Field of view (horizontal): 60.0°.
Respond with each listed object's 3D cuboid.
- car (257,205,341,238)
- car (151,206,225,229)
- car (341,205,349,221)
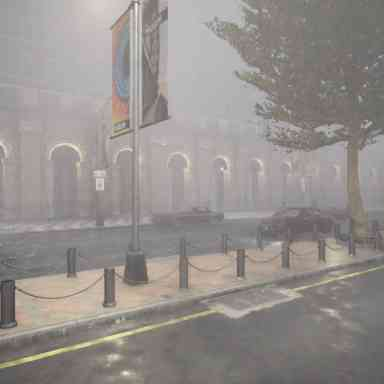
[{"bbox_3d":[5.530,1.526,17.551,4.674,1.442,1.812,0,0,-35],"label":"car"},{"bbox_3d":[-0.236,1.595,21.669,4.718,1.301,1.895,0,0,-35],"label":"car"},{"bbox_3d":[10.761,1.653,25.368,4.718,1.301,1.895,0,0,-35],"label":"car"}]
